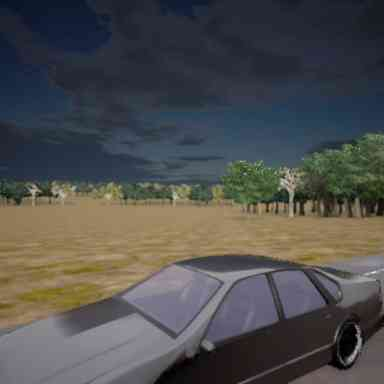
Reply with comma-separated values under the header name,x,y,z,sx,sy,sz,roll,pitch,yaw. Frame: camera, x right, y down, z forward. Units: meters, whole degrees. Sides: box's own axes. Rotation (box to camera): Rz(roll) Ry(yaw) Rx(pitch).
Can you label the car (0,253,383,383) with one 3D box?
name,x,y,z,sx,sy,sz,roll,pitch,yaw
car,0.430,1.579,4.241,5.357,1.411,2.033,1,0,-35
